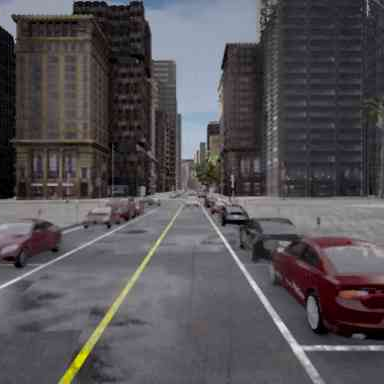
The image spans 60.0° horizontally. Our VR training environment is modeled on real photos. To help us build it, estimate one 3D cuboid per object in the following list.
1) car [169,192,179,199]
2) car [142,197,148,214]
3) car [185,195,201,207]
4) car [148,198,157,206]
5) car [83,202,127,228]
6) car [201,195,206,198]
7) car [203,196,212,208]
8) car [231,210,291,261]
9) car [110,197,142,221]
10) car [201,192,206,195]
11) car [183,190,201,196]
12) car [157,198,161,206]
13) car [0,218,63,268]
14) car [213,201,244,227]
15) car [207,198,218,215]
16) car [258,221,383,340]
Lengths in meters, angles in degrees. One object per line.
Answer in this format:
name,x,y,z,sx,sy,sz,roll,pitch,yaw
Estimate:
car,-5.509,1.257,95.146,1.887,1.381,4.507,0,0,0
car,-5.764,1.424,32.450,1.967,1.590,4.097,0,0,0
car,-0.005,1.545,48.715,1.895,1.301,4.718,0,0,0
car,-7.502,1.341,45.854,4.403,1.369,2.008,-1,1,-9
car,-5.764,1.577,21.848,1.802,1.307,4.206,0,0,0
car,2.761,1.500,51.774,1.947,1.339,4.313,0,0,0
car,2.761,1.524,44.409,1.947,1.339,4.313,0,0,0
car,2.762,1.564,12.008,1.947,1.339,4.313,0,0,0
car,-5.764,1.306,27.148,2.192,1.841,5.009,0,0,0
car,3.017,1.028,95.092,2.192,1.841,5.009,0,0,0
car,-0.006,1.127,58.888,2.150,2.045,5.566,0,0,0
car,-5.765,1.516,51.779,1.802,1.307,4.206,0,0,0
car,-5.763,1.580,11.246,1.802,1.307,4.206,0,0,0
car,2.761,1.560,22.808,1.947,1.339,4.313,0,0,0
car,2.762,1.564,33.607,1.802,1.307,4.206,0,0,0
car,2.763,1.544,6.609,1.887,1.381,4.507,0,0,0
